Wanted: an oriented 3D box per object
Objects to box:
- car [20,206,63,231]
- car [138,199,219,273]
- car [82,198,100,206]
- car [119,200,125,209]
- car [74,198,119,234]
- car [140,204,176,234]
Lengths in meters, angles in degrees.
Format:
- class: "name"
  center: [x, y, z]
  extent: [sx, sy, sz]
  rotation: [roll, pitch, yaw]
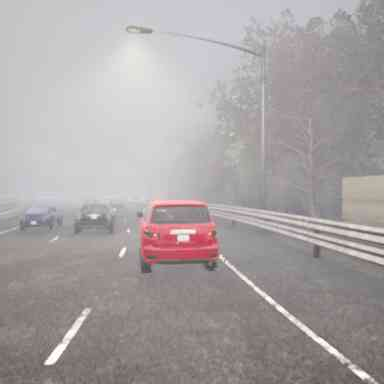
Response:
- class: "car"
  center: [-9.446, 1.584, 21.071]
  extent: [1.812, 1.442, 4.674]
  rotation: [0, 0, -12]
- class: "car"
  center: [-0.631, 1.248, 11.078]
  extent: [2.150, 2.045, 5.566]
  rotation: [0, 0, -9]
- class: "car"
  center: [-18.459, 1.754, 60.506]
  extent: [1.895, 1.301, 4.718]
  rotation: [0, 0, -33]
- class: "car"
  center: [-10.821, 1.713, 46.648]
  extent: [1.895, 1.301, 4.718]
  rotation: [0, 0, -25]
- class: "car"
  center: [-5.682, 1.402, 19.989]
  extent: [2.097, 1.767, 4.553]
  rotation: [0, 0, -11]
- class: "car"
  center: [-2.216, 1.571, 20.587]
  extent: [1.812, 1.442, 4.674]
  rotation: [0, 0, -11]
